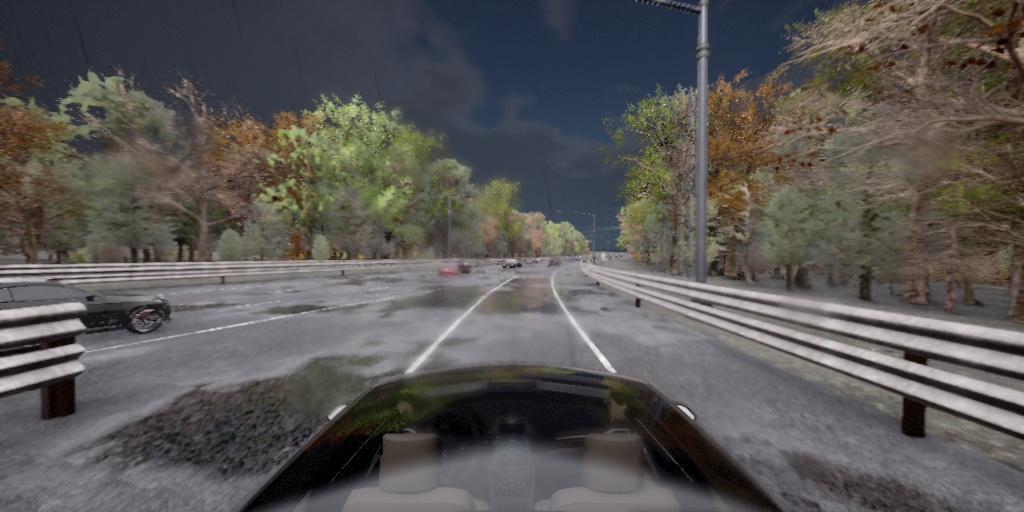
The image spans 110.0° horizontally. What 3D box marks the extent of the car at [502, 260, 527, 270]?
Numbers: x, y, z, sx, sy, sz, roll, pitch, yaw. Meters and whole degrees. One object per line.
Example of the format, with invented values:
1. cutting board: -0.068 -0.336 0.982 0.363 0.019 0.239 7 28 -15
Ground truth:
1. car: 0.177 1.268 51.657 1.895 1.301 4.718 1 0 18

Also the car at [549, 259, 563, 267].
1. car: 7.871 1.212 64.090 1.837 1.490 4.892 1 0 18

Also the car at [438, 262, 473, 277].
1. car: -5.371 1.220 34.493 1.994 1.385 4.181 1 0 18

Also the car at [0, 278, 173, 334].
1. car: -10.357 1.205 7.675 1.812 1.442 4.674 1 0 18
